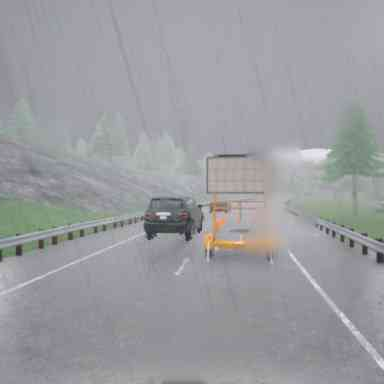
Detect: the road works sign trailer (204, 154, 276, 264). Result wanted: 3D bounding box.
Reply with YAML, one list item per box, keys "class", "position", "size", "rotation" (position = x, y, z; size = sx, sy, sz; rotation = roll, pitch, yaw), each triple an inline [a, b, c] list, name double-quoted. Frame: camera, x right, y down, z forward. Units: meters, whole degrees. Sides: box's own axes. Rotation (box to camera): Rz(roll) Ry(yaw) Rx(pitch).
- class: "road works sign trailer"
  position: [1.734, 0.461, 11.916]
  size: [2.380, 3.560, 2.880]
  rotation: [0, 0, 10]

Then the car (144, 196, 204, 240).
- class: "car"
  position: [-0.774, 1.216, 17.154]
  size: [2.150, 2.045, 5.566]
  rotation: [0, 0, 10]

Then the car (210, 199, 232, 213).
- class: "car"
  position: [3.190, 1.469, 36.385]
  size: [1.882, 1.535, 5.008]
  rotation: [0, 0, 13]
